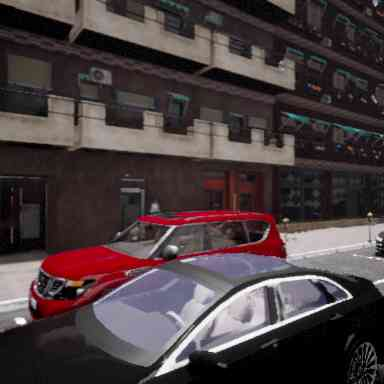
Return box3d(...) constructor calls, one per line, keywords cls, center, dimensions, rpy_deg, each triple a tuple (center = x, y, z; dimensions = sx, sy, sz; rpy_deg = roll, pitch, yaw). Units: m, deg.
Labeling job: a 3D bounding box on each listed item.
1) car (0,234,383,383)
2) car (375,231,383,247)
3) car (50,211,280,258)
box3d(cls="car", center=(0.166, 1.504, 3.479), dimensions=(4.902, 1.511, 2.128), rpy_deg=(0, 0, -35))
box3d(cls="car", center=(8.748, 1.638, 12.786), dimensions=(4.403, 1.369, 2.008), rpy_deg=(0, 0, -35))
box3d(cls="car", center=(-0.273, 1.335, 6.358), dimensions=(5.009, 1.841, 2.192), rpy_deg=(0, 0, -35))
